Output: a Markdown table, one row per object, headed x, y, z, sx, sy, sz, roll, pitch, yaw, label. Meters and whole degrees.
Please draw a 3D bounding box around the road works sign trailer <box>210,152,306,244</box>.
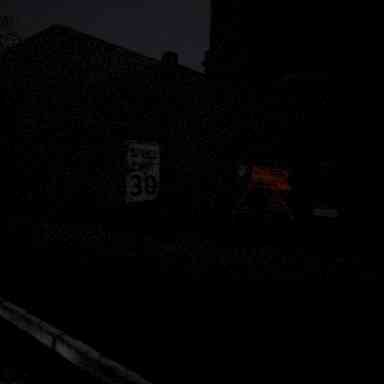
| x | y | z | sx | sy | sz | roll | pitch | yaw | label |
| --- | --- | --- | --- | --- | --- | --- | --- | --- | --- |
| 2.499 | 0.858 | 12.886 | 2.380 | 3.560 | 2.880 | 5 | 42 | -28 | road works sign trailer |
